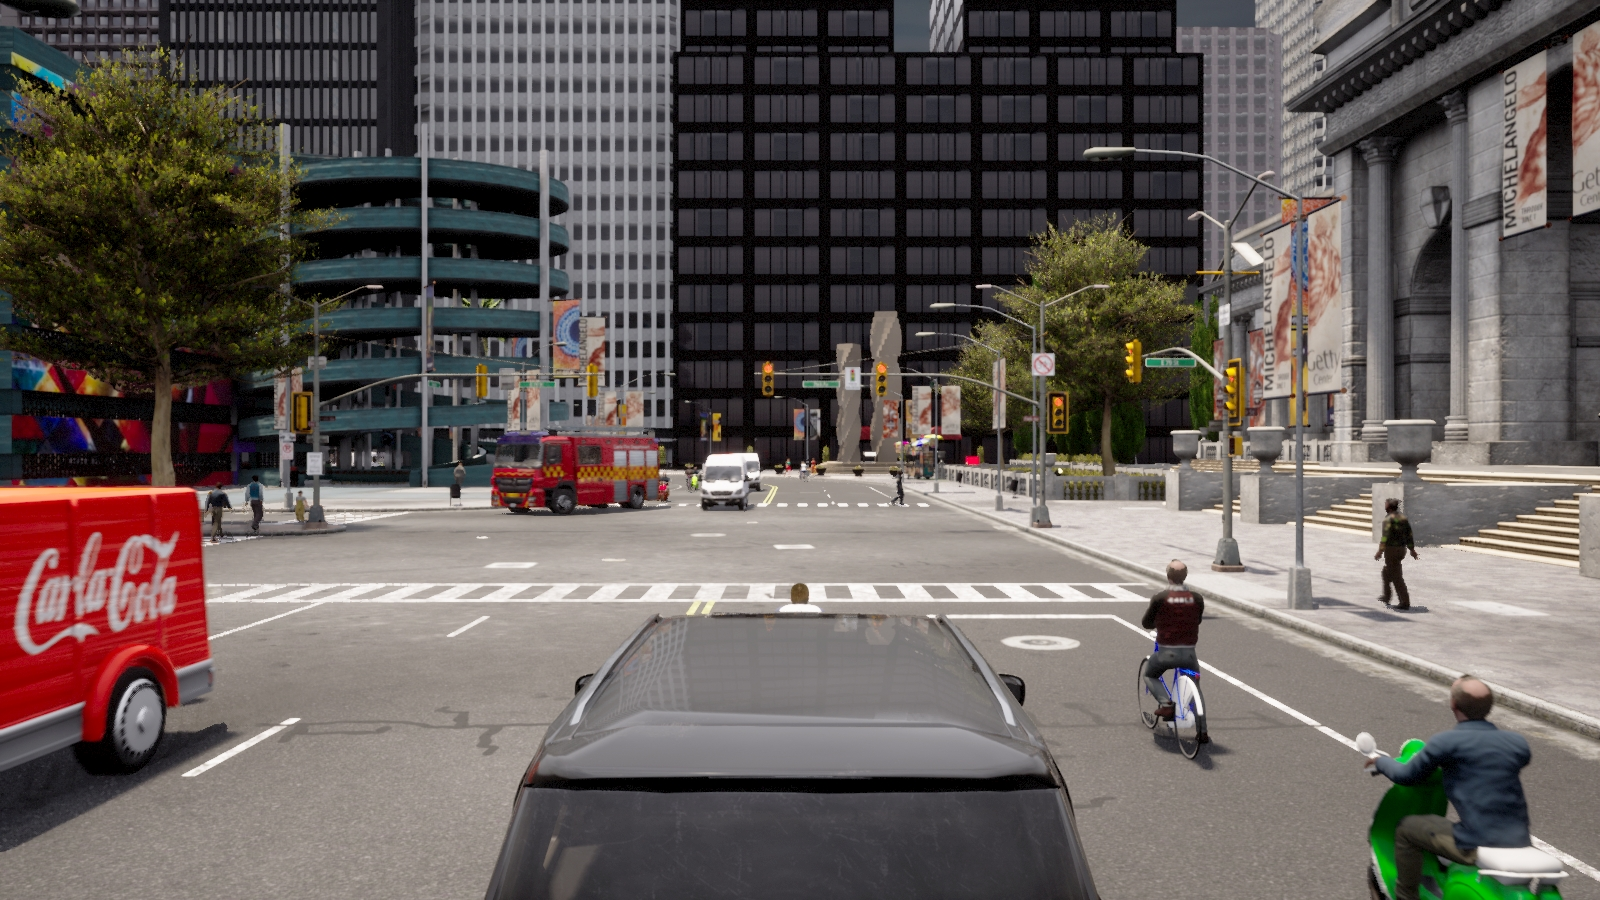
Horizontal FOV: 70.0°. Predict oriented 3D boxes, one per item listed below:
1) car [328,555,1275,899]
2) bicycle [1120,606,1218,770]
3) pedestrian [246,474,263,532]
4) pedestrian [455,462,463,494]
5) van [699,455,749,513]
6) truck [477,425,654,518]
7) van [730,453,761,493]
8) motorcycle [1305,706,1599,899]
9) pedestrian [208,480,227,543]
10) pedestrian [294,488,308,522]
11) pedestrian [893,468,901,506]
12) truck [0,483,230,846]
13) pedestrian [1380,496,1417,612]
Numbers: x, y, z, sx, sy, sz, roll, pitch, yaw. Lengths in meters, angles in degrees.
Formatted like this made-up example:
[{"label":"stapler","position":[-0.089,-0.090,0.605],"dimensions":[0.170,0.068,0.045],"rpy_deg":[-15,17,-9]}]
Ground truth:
[{"label":"car","position":[0.021,1.777,5.375],"dimensions":[2.150,2.045,5.566],"rpy_deg":[0,0,0]},{"label":"bicycle","position":[3.482,2.205,10.903],"dimensions":[0.329,1.171,1.835],"rpy_deg":[0,0,0]},{"label":"pedestrian","position":[-17.680,1.704,37.025],"dimensions":[0.375,1.860,0.375],"rpy_deg":[0,0,2]},{"label":"pedestrian","position":[-20.348,1.669,68.170],"dimensions":[0.375,1.860,0.375],"rpy_deg":[0,0,2]},{"label":"van","position":[-3.519,1.513,53.886],"dimensions":[1.988,2.561,5.915],"rpy_deg":[0,0,0]},{"label":"truck","position":[-10.342,0.870,51.500],"dimensions":[2.891,3.827,8.468],"rpy_deg":[0,0,30]},{"label":"van","position":[-3.649,1.504,77.145],"dimensions":[1.988,2.561,5.915],"rpy_deg":[0,0,-2]},{"label":"motorcycle","position":[3.509,2.179,6.066],"dimensions":[0.856,1.236,1.805],"rpy_deg":[0,0,0]},{"label":"pedestrian","position":[-17.483,1.834,34.313],"dimensions":[0.375,1.860,0.375],"rpy_deg":[0,0,3]},{"label":"pedestrian","position":[-19.171,2.111,43.895],"dimensions":[0.375,1.300,0.375],"rpy_deg":[0,0,-7]},{"label":"pedestrian","position":[4.811,1.826,56.689],"dimensions":[0.375,1.860,0.375],"rpy_deg":[0,0,1]},{"label":"truck","position":[-6.964,1.563,8.704],"dimensions":[2.627,2.467,5.204],"rpy_deg":[0,0,0]},{"label":"pedestrian","position":[9.779,1.688,18.664],"dimensions":[0.375,1.860,0.375],"rpy_deg":[0,0,-24]}]
